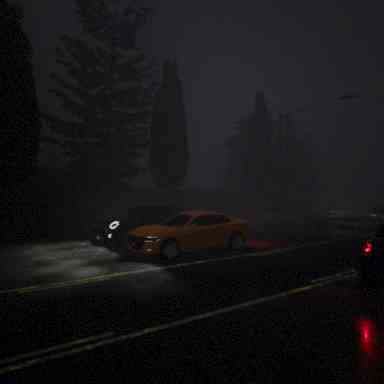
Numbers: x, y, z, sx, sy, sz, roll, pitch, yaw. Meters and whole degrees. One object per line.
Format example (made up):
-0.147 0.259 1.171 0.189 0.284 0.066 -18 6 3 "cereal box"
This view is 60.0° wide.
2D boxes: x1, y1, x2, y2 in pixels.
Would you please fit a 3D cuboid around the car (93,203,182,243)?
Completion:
-2.172 1.355 15.452 4.553 1.767 2.097 0 0 -37 "car"

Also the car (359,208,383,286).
6.157 1.358 8.262 4.553 1.767 2.097 0 0 -37 "car"

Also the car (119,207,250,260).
0.036 1.480 12.721 5.008 1.535 1.882 0 0 -37 "car"

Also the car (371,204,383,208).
25.685 2.406 45.390 2.033 1.411 5.357 1 -2 31 "car"
